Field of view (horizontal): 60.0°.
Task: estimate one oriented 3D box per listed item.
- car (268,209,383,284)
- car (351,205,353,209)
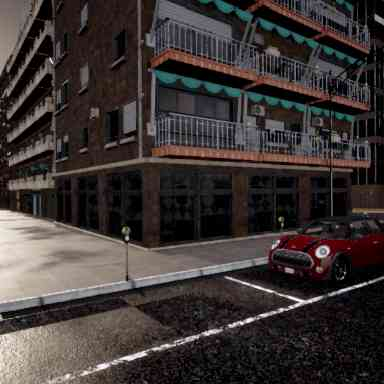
[{"bbox_3d":[4.046,1.439,9.476,4.097,1.590,1.967,0,-1,-36],"label":"car"},{"bbox_3d":[17.738,1.745,41.600,1.967,1.590,4.097,-2,0,-36],"label":"car"}]
